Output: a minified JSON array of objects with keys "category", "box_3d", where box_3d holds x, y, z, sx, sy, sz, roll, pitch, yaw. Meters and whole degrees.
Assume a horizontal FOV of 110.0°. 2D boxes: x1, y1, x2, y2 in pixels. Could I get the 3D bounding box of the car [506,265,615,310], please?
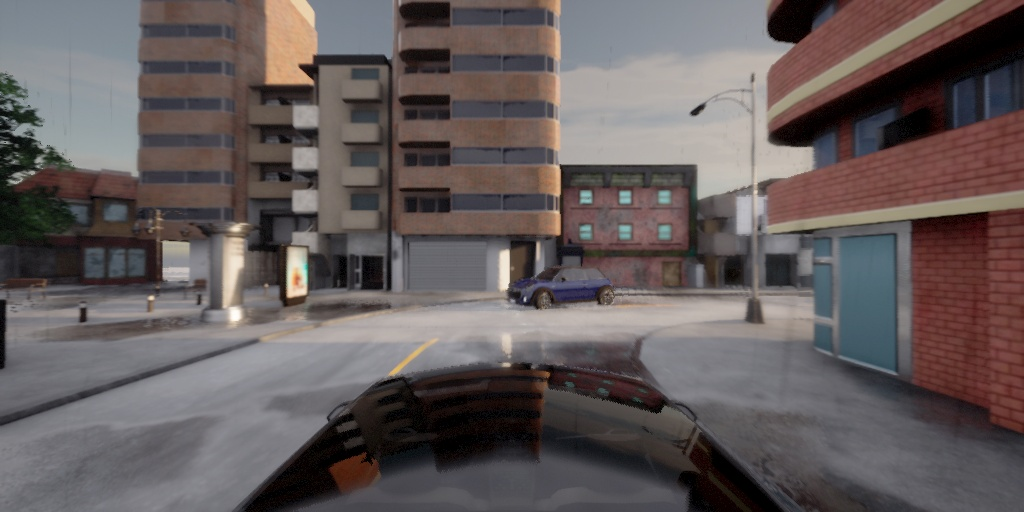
[{"category":"car","box_3d":[2.053,1.219,15.285,4.553,1.767,2.097,0,0,-24]}]
